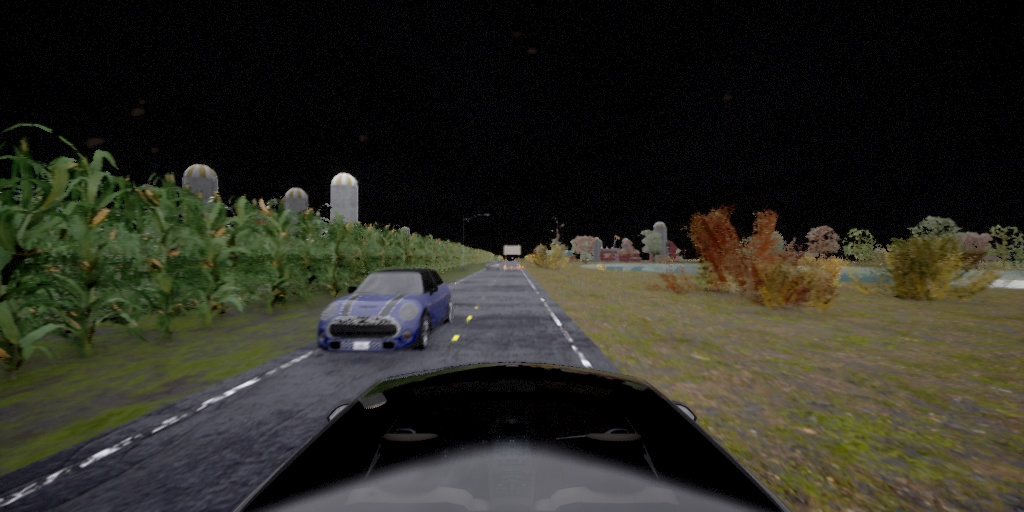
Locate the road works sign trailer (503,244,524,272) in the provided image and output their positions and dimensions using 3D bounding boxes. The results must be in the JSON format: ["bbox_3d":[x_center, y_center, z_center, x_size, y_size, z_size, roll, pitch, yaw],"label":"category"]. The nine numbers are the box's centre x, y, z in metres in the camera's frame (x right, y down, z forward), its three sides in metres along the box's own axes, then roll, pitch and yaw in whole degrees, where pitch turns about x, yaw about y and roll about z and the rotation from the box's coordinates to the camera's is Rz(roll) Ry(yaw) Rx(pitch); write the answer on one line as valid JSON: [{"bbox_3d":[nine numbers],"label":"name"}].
[{"bbox_3d":[0.035,0.249,47.671,2.380,3.560,2.880,0,0,0],"label":"road works sign trailer"}]

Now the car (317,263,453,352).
[{"bbox_3d":[-2.844,1.101,9.021,2.097,1.767,4.553,0,0,0],"label":"car"}]

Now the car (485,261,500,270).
[{"bbox_3d":[-2.772,1.395,51.722,1.895,1.301,4.718,0,0,0],"label":"car"}]
